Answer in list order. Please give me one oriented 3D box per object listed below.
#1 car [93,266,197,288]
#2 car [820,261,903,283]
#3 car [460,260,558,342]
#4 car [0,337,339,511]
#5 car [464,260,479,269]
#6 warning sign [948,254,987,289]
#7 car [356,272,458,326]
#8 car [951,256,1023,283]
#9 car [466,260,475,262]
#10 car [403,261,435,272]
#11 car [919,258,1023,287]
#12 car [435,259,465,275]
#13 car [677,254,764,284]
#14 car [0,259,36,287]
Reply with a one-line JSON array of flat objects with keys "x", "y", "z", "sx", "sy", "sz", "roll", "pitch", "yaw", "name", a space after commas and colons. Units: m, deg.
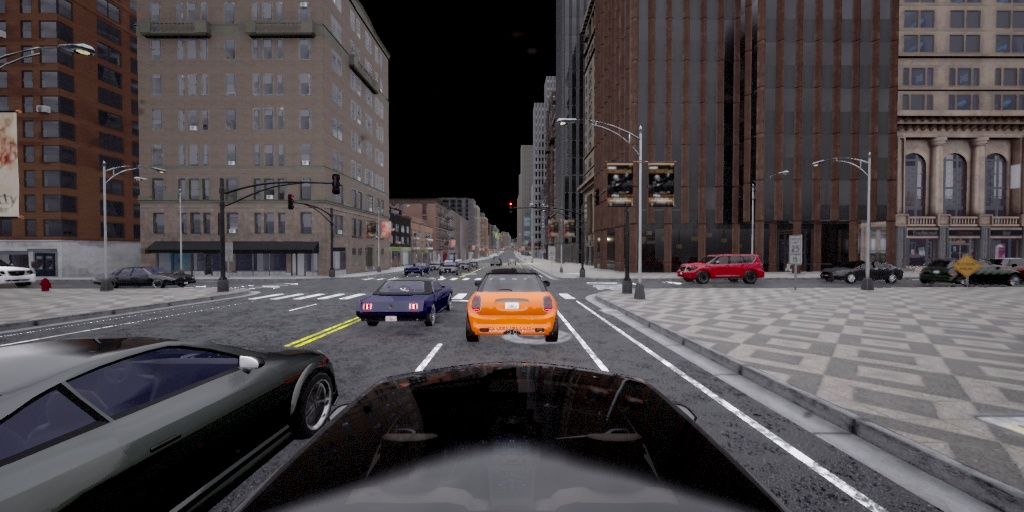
[{"x": -24.107, "y": 1.397, "z": 23.599, "sx": 5.357, "sy": 1.411, "sz": 2.033, "roll": 0, "pitch": 1, "yaw": 0, "name": "car"}, {"x": 24.895, "y": 1.119, "z": 25.641, "sx": 4.892, "sy": 1.490, "sz": 1.837, "roll": 0, "pitch": 1, "yaw": 0, "name": "car"}, {"x": 0.010, "y": 1.101, "z": 9.934, "sx": 2.097, "sy": 1.767, "sz": 4.553, "roll": 0, "pitch": 0, "yaw": 0, "name": "car"}, {"x": -3.158, "y": 1.314, "z": 2.766, "sx": 1.994, "sy": 1.385, "sz": 4.181, "roll": 0, "pitch": 0, "yaw": 1, "name": "car"}, {"x": -6.581, "y": 1.343, "z": 58.801, "sx": 1.994, "sy": 1.385, "sz": 4.181, "roll": 0, "pitch": 0, "yaw": 0, "name": "car"}, {"x": 25.178, "y": 0.827, "z": 19.839, "sx": 1.060, "sy": 1.860, "sz": 1.300, "roll": 0, "pitch": 0, "yaw": 0, "name": "warning sign"}, {"x": -3.149, "y": 1.351, "z": 11.585, "sx": 1.895, "sy": 1.301, "sz": 4.718, "roll": 0, "pitch": 0, "yaw": 0, "name": "car"}, {"x": 35.014, "y": 0.926, "z": 25.670, "sx": 4.553, "sy": 1.767, "sz": 2.097, "roll": 0, "pitch": 1, "yaw": 0, "name": "car"}, {"x": -6.599, "y": 1.338, "z": 48.781, "sx": 1.994, "sy": 1.385, "sz": 4.181, "roll": 0, "pitch": 0, "yaw": 0, "name": "car"}, {"x": -9.851, "y": 1.367, "z": 37.615, "sx": 1.895, "sy": 1.301, "sz": 4.718, "roll": 0, "pitch": 0, "yaw": 0, "name": "car"}, {"x": 28.688, "y": 1.006, "z": 22.459, "sx": 4.553, "sy": 1.767, "sz": 2.097, "roll": 0, "pitch": 1, "yaw": 0, "name": "car"}, {"x": -6.599, "y": 1.331, "z": 38.822, "sx": 1.994, "sy": 1.385, "sz": 4.181, "roll": 0, "pitch": 0, "yaw": 0, "name": "car"}, {"x": 14.840, "y": 0.876, "z": 25.604, "sx": 5.566, "sy": 2.045, "sz": 2.150, "roll": 0, "pitch": 1, "yaw": 0, "name": "car"}, {"x": -35.265, "y": 1.106, "z": 23.662, "sx": 5.566, "sy": 2.045, "sz": 2.150, "roll": 0, "pitch": 1, "yaw": 0, "name": "car"}]
